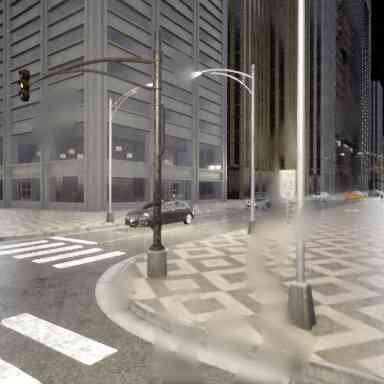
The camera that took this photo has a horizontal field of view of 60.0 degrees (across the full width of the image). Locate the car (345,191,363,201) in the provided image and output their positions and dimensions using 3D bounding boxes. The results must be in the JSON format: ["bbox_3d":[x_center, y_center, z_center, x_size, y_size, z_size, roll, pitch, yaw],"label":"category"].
[{"bbox_3d":[24.832,0.544,50.825,1.882,1.535,5.008,0,1,35],"label":"car"}]

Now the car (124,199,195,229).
[{"bbox_3d":[-1.716,1.219,19.116,1.837,1.490,4.892,0,1,35],"label":"car"}]

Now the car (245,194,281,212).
[{"bbox_3d":[6.658,0.965,30.850,2.128,1.511,4.902,0,1,36],"label":"car"}]

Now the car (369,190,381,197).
[{"bbox_3d":[38.802,0.237,70.585,2.128,1.511,4.902,0,1,35],"label":"car"}]

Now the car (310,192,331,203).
[{"bbox_3d":[18.269,0.702,46.962,1.812,1.442,4.674,0,1,35],"label":"car"}]
